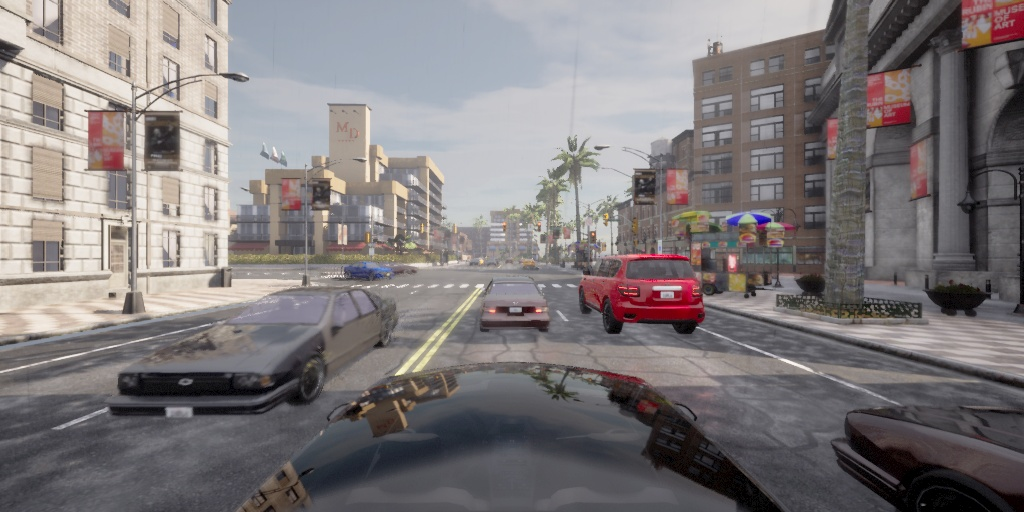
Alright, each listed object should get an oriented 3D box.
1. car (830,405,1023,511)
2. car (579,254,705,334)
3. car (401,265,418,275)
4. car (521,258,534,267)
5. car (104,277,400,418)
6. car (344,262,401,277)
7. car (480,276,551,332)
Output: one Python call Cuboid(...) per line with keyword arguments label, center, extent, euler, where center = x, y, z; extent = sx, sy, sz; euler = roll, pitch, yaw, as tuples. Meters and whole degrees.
Cuboid(label="car", center=(3.534, 1.297, 0.438), extent=(2.033, 1.411, 5.357), euler=(0, 0, 1))
Cuboid(label="car", center=(3.501, 0.971, 10.779), extent=(2.150, 2.045, 5.566), euler=(0, 0, 0))
Cuboid(label="car", center=(-12.590, 1.298, 37.406), extent=(5.357, 1.411, 2.033), euler=(0, 0, -13))
Cuboid(label="car", center=(3.042, 1.227, 65.317), extent=(1.882, 1.535, 5.008), euler=(0, 0, 0))
Cuboid(label="car", center=(-3.616, 1.297, 6.526), extent=(2.033, 1.411, 5.357), euler=(0, 0, -1))
Cuboid(label="car", center=(-12.012, 1.228, 30.138), extent=(5.008, 1.535, 1.882), euler=(0, -1, 33))
Cuboid(label="car", center=(0.015, 1.297, 10.834), extent=(2.033, 1.411, 5.357), euler=(0, 0, -2))
